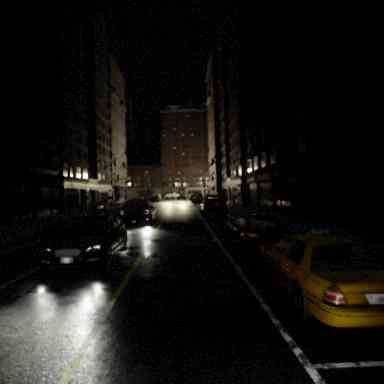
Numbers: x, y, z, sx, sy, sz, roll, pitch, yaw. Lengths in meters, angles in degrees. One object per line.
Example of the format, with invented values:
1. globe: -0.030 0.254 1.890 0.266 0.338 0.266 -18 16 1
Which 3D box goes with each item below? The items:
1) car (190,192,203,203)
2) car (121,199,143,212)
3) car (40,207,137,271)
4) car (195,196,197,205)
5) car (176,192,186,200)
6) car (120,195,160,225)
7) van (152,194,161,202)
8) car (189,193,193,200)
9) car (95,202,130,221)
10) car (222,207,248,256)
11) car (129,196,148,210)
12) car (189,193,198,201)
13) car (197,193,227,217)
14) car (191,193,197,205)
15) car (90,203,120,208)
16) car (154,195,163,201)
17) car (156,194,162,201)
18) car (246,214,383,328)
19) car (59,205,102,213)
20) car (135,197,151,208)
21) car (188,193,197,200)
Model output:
1. car: 0.826 1.028 61.468 2.192 1.841 5.009 -1 0 -2
2. car: -7.006 1.558 39.290 1.887 1.381 4.507 -1 0 -2
3. car: -3.388 1.527 11.216 2.128 1.511 4.902 -2 0 -2
4. car: 1.681 1.323 34.070 2.008 1.369 4.403 -1 0 -2
5. car: -2.493 1.246 82.343 1.837 1.490 4.892 -2 0 -2
6. car: -3.760 1.336 23.774 2.097 1.767 4.553 -2 0 0
7. van: -8.200 1.302 77.647 1.690 1.788 3.998 -1 0 -2
8. car: 1.000 1.271 55.989 2.008 1.369 4.403 -1 0 -2
9. car: -6.666 1.600 28.332 2.008 1.369 4.403 -1 0 -2
10. car: 2.363 1.439 12.151 1.802 1.307 4.206 -1 0 -2
11. car: -7.178 1.440 44.770 1.967 1.590 4.097 -1 0 -2
12. car: 0.319 1.143 77.909 1.967 1.590 4.097 -1 0 -2
13. car: 1.847 1.106 28.589 2.192 1.841 5.009 -1 0 -2
14. car: 1.165 1.254 50.678 1.752 1.417 4.829 -1 0 -2
15. car: -6.497 1.509 22.853 1.967 1.590 4.097 -1 0 -2
16. car: -8.365 1.503 83.127 1.887 1.381 4.507 -1 0 -2
17. car: -8.026 1.529 72.167 1.947 1.339 4.313 -1 0 -2
18. car: 2.527 1.408 6.841 1.752 1.417 4.829 -1 0 -2
19. car: -6.325 1.635 17.373 1.887 1.381 4.507 -1 0 -2
20. car: -7.341 1.513 50.078 1.752 1.417 4.829 -1 0 -2
21. car: 0.150 1.141 83.389 1.967 1.590 4.097 -1 0 -2
